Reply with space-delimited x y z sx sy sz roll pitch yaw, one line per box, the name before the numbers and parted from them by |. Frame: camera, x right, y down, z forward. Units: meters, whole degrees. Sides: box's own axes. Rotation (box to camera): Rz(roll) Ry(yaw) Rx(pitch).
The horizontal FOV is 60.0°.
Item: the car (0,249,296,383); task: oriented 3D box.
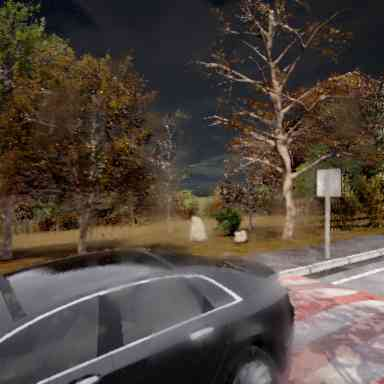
car | -1.155 1.416 2.839 4.892 1.490 1.837 -5 4 -35
